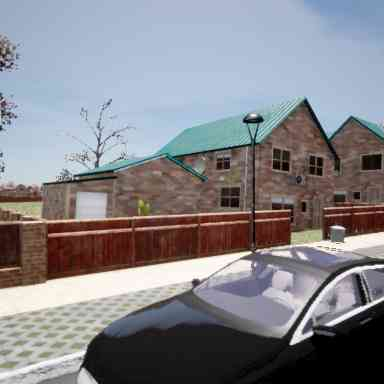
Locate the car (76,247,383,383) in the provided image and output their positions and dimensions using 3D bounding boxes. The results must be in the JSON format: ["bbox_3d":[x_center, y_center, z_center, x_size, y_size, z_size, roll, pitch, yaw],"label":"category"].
[{"bbox_3d":[1.189,1.495,3.923,4.902,1.511,2.128,0,0,-36],"label":"car"}]
